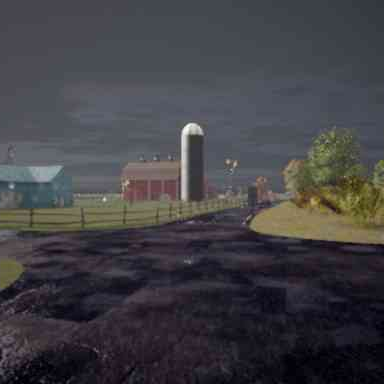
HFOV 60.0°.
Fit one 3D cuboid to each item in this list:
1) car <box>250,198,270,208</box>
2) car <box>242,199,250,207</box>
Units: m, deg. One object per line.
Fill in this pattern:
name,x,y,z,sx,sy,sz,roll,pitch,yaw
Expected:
car,12.356,2.025,59.889,2.128,1.511,4.902,0,-1,18
car,10.992,2.061,64.697,2.128,1.511,4.902,0,-1,18
